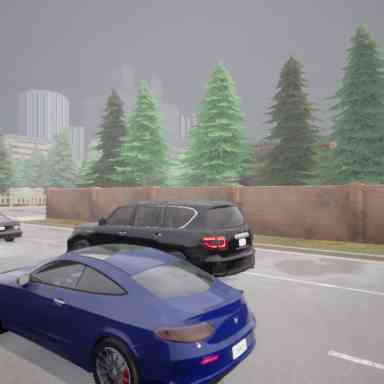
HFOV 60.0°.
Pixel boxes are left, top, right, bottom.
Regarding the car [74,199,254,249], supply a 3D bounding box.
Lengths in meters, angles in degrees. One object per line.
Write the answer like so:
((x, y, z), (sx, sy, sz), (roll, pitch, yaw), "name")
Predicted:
((-1.040, 1.221, 9.047), (5.566, 2.045, 2.150), (0, 0, 36), "car")

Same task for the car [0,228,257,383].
((-1.348, 1.526, 4.967), (4.674, 1.442, 1.812), (0, 0, 36), "car")

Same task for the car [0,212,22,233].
((-9.773, 1.547, 15.275), (5.357, 1.411, 2.033), (0, 0, 39), "car")
